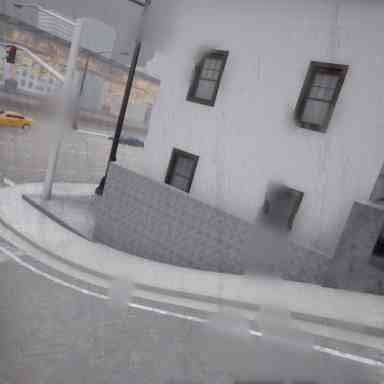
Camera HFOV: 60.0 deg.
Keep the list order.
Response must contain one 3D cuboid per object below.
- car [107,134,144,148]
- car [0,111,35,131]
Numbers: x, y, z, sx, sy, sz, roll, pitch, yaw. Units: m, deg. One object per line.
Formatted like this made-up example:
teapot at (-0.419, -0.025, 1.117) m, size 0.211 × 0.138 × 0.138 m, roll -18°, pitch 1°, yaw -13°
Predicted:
car at (-8.915, -7.076, 45.533) m, size 2.033 × 1.411 × 5.357 m, roll 24°, pitch 13°, yaw 34°
car at (-18.210, -7.260, 33.024) m, size 1.882 × 1.535 × 5.008 m, roll 24°, pitch 13°, yaw 34°
